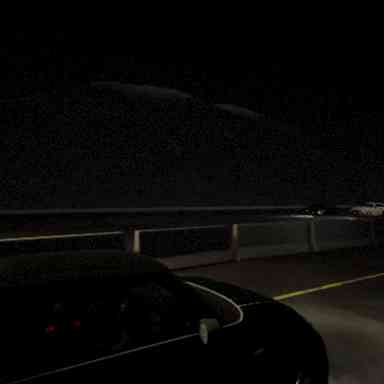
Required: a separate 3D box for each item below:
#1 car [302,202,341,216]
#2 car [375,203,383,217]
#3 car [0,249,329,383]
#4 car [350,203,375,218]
[{"bbox_3d":[13.914,1.821,35.708,4.181,1.385,1.994,1,0,-24],"label":"car"},{"bbox_3d":[19.761,1.779,30.660,4.902,1.511,2.128,1,0,-23],"label":"car"},{"bbox_3d":[-0.776,1.356,3.074,4.553,1.767,2.097,1,0,-35],"label":"car"},{"bbox_3d":[18.218,1.812,33.800,4.674,1.442,1.812,1,0,-24],"label":"car"}]
